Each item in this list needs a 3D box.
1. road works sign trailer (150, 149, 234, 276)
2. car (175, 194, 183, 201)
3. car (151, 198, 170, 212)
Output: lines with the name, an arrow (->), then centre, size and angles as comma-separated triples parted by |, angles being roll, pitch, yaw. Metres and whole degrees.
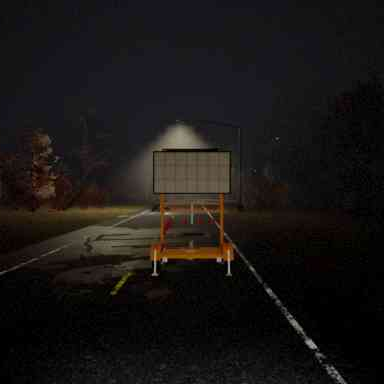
road works sign trailer -> 0.000, 0.464, 10.349 | 2.380, 3.560, 2.880 | 0, 0, 0
car -> -3.489, 1.235, 89.108 | 2.150, 2.045, 5.566 | 0, 0, 0
car -> -3.596, 1.505, 38.257 | 1.837, 1.490, 4.892 | 0, 0, 0
